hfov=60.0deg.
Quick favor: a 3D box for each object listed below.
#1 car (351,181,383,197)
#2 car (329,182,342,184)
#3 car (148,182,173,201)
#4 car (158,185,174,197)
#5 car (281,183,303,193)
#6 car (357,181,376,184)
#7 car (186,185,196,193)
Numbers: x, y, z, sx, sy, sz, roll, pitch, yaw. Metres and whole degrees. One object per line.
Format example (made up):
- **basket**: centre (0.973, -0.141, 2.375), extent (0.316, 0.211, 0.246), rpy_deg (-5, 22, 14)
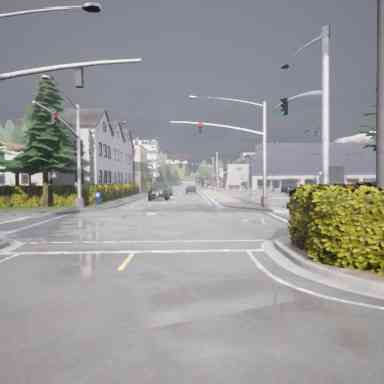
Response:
- **car**: centre (22.247, -0.462, 42.099), extent (1.932, 1.855, 4.605), rpy_deg (-1, 2, 0)
- **car**: centre (25.289, -1.035, 59.490), extent (2.152, 1.636, 5.027), rpy_deg (-1, 2, 0)
- **car**: centre (-3.732, -0.110, 38.269), extent (2.150, 2.045, 5.566), rpy_deg (-1, 2, 0)
- **car**: centre (-3.748, -0.176, 48.429), extent (1.837, 1.490, 4.892), rpy_deg (-1, 2, 0)
- **car**: centre (15.252, -0.525, 52.074), extent (2.007, 1.523, 4.514), rpy_deg (-1, 2, 0)
- **car**: centre (19.005, -0.176, 34.217), extent (1.905, 1.878, 3.866), rpy_deg (-1, 2, 0)
- **car**: centre (-0.188, -0.580, 58.690), extent (2.128, 1.511, 4.902), rpy_deg (-1, 2, 0)
